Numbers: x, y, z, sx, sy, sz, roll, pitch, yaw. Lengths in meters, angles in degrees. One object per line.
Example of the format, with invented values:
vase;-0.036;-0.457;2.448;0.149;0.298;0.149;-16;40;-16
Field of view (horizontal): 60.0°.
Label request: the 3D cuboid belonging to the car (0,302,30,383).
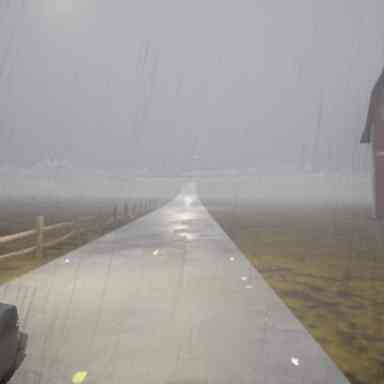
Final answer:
car;-2.752;1.552;1.416;2.033;1.411;5.357;0;0;0
